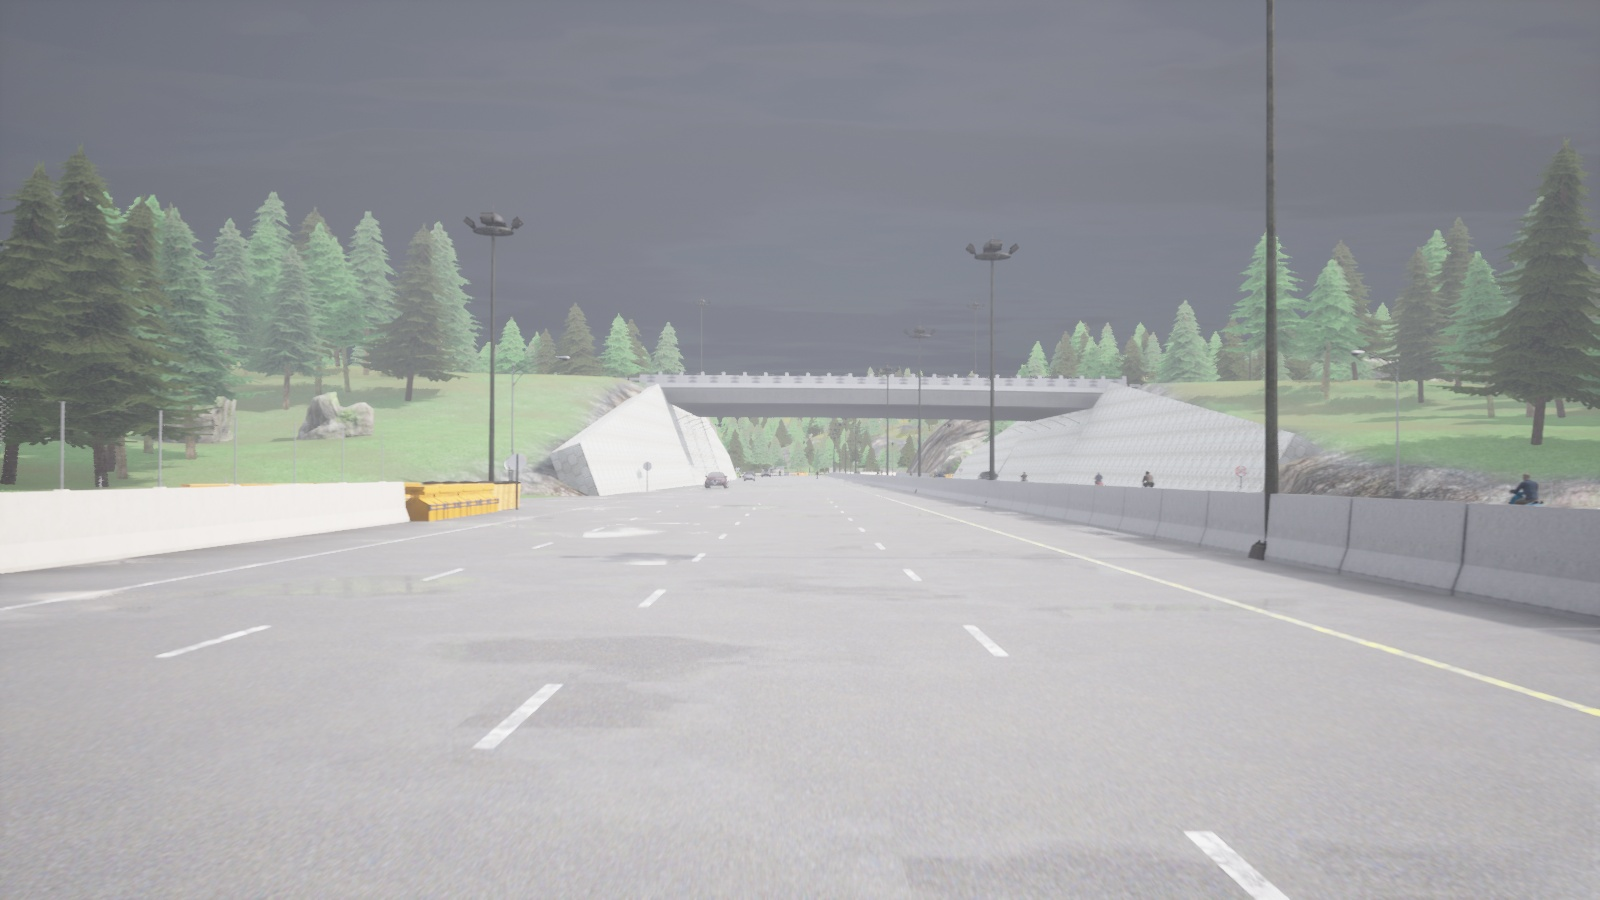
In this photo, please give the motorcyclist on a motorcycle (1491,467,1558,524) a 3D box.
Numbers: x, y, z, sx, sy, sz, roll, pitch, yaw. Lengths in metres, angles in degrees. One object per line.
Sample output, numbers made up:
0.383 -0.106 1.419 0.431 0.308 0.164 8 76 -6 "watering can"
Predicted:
20.912 1.292 36.300 0.866 1.590 1.817 0 -1 0 "motorcyclist on a motorcycle"
